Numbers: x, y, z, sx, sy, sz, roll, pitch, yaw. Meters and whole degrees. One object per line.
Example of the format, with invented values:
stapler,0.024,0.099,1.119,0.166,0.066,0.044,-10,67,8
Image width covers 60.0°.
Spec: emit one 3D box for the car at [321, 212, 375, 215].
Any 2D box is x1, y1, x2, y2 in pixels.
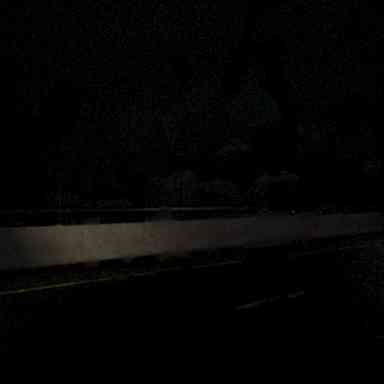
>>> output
car,13.279,1.885,28.140,5.357,1.411,2.033,1,0,-28
